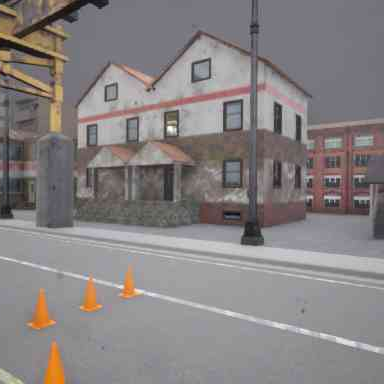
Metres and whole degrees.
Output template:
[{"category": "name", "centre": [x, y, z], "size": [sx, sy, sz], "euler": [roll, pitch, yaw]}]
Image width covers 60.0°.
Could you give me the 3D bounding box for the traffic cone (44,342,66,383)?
[{"category": "traffic cone", "centre": [-1.509, 1.952, 3.648], "size": [0.340, 0.580, 0.340], "euler": [0, 0, 36]}]

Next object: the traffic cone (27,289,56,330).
[{"category": "traffic cone", "centre": [-2.546, 1.949, 5.630], "size": [0.340, 0.580, 0.340], "euler": [0, 0, 36]}]

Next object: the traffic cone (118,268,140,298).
[{"category": "traffic cone", "centre": [-1.375, 1.949, 7.251], "size": [0.340, 0.580, 0.340], "euler": [0, 0, 36]}]

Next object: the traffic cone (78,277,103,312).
[{"category": "traffic cone", "centre": [-1.960, 1.949, 6.441], "size": [0.340, 0.580, 0.340], "euler": [0, 0, 36]}]
